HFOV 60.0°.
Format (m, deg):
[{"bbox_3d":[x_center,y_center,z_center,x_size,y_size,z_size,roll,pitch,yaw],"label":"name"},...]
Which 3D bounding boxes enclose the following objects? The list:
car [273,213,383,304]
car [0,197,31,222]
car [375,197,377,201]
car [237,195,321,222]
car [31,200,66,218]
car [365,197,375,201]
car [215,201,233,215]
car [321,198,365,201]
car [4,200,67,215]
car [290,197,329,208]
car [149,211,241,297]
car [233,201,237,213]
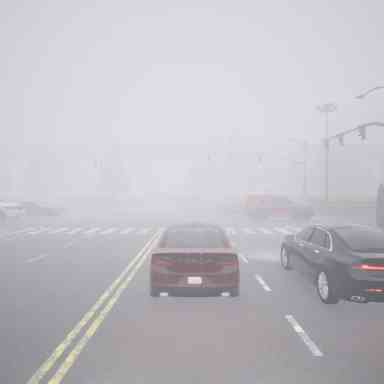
[{"bbox_3d":[3.556,1.505,8.101,1.837,1.490,4.892,0,0,0],"label":"car"},{"bbox_3d":[-15.936,1.221,25.778,5.566,2.045,2.150,0,0,4],"label":"car"},{"bbox_3d":[25.897,1.505,47.083,4.892,1.490,1.837,0,0,0],"label":"car"},{"bbox_3d":[6.650,1.221,25.952,5.566,2.045,2.150,0,0,0],"label":"car"},{"bbox_3d":[-13.988,1.525,29.530,4.674,1.442,1.812,0,0,0],"label":"car"},{"bbox_3d":[20.495,1.547,43.598,5.357,1.411,2.033,0,0,0],"label":"car"},{"bbox_3d":[4.961,1.547,32.958,5.357,1.411,2.033,0,0,0],"label":"car"},{"bbox_3d":[17.979,1.564,40.108,4.181,1.385,1.994,0,0,0],"label":"car"},{"bbox_3d":[-15.438,1.547,33.037,5.357,1.411,2.033,0,0,0],"label":"car"},{"bbox_3d":[16.576,1.505,47.112,4.892,1.490,1.837,0,0,0],"label":"car"},{"bbox_3d":[0.058,1.478,8.614,1.882,1.535,5.008,0,0,0],"label":"car"},{"bbox_3d":[6.377,1.505,29.451,4.892,1.490,1.837,0,0,0],"label":"car"}]
